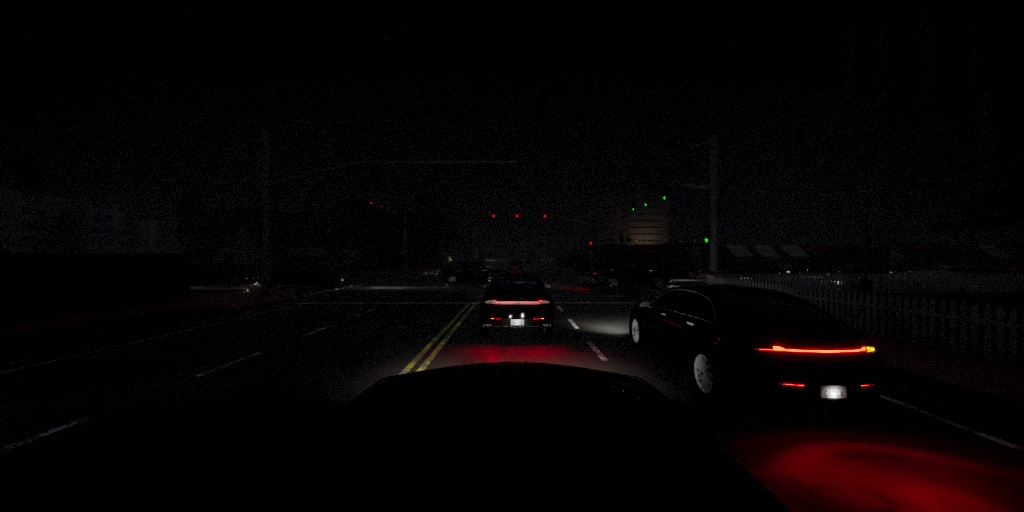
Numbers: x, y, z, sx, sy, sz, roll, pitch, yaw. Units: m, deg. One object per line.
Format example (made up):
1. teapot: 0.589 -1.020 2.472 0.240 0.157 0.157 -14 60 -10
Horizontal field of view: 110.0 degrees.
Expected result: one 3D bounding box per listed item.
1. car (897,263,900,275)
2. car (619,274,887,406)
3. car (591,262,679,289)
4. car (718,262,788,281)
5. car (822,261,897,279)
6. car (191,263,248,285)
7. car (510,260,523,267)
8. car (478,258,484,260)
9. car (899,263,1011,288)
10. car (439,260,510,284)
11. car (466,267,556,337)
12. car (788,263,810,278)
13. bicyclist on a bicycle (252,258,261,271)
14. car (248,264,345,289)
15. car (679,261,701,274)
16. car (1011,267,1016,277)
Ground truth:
1. car: 34.499 1.241 33.751 4.902 1.511 2.128 0 0 -1
2. car: 3.589 1.255 6.383 1.837 1.490 4.892 0 0 1
3. car: 7.478 1.255 22.594 4.892 1.490 1.837 0 0 -1
4. car: 19.629 1.241 29.981 4.902 1.511 2.128 0 0 -1
5. car: 28.890 1.276 30.144 4.674 1.442 1.812 0 0 -1
6. car: -20.686 1.255 25.669 4.892 1.490 1.837 0 0 -1
7. car: 0.424 1.254 50.963 1.837 1.490 4.892 0 0 0
8. car: -6.643 1.314 64.183 1.994 1.385 4.181 0 0 1
9. car: 28.245 1.275 22.941 4.674 1.442 1.812 0 0 -1
10. car: -2.793 1.254 26.066 4.892 1.490 1.837 0 0 0
11. car: 0.134 1.241 10.289 2.128 1.511 4.902 0 0 0
12. car: 24.675 1.297 33.576 5.357 1.411 2.033 0 0 -1
13. bicyclist on a bicycle: -26.157 1.051 36.812 0.582 1.620 1.656 0 0 -3
14. car: -13.108 1.242 22.422 4.902 1.511 2.128 0 0 -2
15. car: 14.936 1.255 33.460 4.892 1.490 1.837 0 0 1
16. car: 38.889 1.276 30.322 4.674 1.442 1.812 0 0 -1
